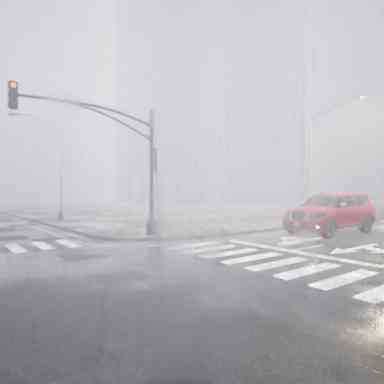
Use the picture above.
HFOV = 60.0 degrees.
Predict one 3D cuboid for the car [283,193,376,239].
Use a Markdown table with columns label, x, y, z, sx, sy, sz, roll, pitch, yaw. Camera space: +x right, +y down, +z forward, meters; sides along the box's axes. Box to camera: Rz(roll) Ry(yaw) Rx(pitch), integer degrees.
| label | x | y | z | sx | sy | sz | roll | pitch | yaw |
| --- | --- | --- | --- | --- | --- | --- | --- | --- | --- |
| car | 6.973 | 1.066 | 16.642 | 5.566 | 2.045 | 2.150 | -1 | 0 | -35 |
